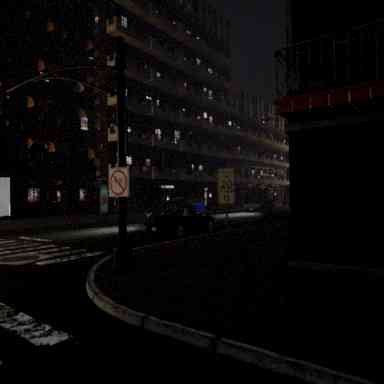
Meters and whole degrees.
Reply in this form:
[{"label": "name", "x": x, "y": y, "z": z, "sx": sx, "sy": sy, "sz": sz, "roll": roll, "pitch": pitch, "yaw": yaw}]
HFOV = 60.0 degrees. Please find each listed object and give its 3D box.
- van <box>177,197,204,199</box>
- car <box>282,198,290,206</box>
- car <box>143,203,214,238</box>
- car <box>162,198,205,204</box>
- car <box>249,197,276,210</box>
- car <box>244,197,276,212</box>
[{"label": "van", "x": -0.355, "y": 1.365, "z": 30.437, "sx": 1.690, "sy": 1.788, "sz": 3.998, "roll": -1, "pitch": -1, "yaw": 36}, {"label": "car", "x": 15.804, "y": 1.496, "z": 52.915, "sx": 1.752, "sy": 1.417, "sz": 4.829, "roll": -1, "pitch": -1, "yaw": 36}, {"label": "car", "x": -0.454, "y": 1.435, "z": 16.792, "sx": 2.008, "sy": 1.369, "sz": 4.403, "roll": -1, "pitch": -1, "yaw": 36}, {"label": "car", "x": -1.522, "y": 1.477, "z": 24.588, "sx": 2.128, "sy": 1.511, "sz": 4.902, "roll": -1, "pitch": -1, "yaw": 36}, {"label": "car", "x": 9.400, "y": 1.431, "z": 44.007, "sx": 1.967, "sy": 1.590, "sz": 4.097, "roll": -1, "pitch": -1, "yaw": 36}, {"label": "car", "x": 7.642, "y": 1.553, "z": 37.319, "sx": 1.895, "sy": 1.301, "sz": 4.718, "roll": -1, "pitch": -1, "yaw": 36}]
